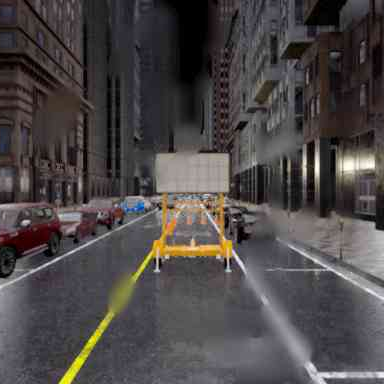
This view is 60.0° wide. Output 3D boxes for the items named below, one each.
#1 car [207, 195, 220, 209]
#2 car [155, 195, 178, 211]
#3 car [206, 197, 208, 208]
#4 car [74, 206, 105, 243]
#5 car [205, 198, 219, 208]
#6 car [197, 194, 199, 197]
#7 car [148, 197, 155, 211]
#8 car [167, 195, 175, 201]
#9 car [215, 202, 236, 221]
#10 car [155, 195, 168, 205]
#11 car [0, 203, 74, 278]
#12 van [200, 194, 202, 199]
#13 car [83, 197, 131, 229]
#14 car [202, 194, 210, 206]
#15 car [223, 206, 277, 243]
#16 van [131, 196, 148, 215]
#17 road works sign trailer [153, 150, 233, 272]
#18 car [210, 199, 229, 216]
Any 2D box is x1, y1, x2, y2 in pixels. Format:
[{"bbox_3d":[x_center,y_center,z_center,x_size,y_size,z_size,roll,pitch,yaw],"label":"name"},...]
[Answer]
[{"bbox_3d":[2.845,1.423,32.675,1.967,1.590,4.097,0,0,0],"label":"car"},{"bbox_3d":[-2.992,1.486,40.259,1.837,1.490,4.892,0,0,0],"label":"car"},{"bbox_3d":[2.859,1.564,38.276,1.802,1.307,4.206,0,0,0],"label":"car"},{"bbox_3d":[-5.722,1.571,15.877,1.802,1.307,4.206,0,0,0],"label":"car"},{"bbox_3d":[2.886,1.563,49.481,1.802,1.307,4.206,0,0,0],"label":"car"},{"bbox_3d":[2.998,1.531,94.297,1.887,1.381,4.507,0,0,0],"label":"car"},{"bbox_3d":[-5.667,1.507,38.113,1.752,1.417,4.829,0,0,0],"label":"car"},{"bbox_3d":[-5.541,1.510,88.529,1.752,1.417,4.829,0,0,0],"label":"car"},{"bbox_3d":[2.817,1.553,21.471,1.947,1.339,4.313,0,0,0],"label":"car"},{"bbox_3d":[-5.611,1.421,60.691,1.967,1.590,4.097,0,0,0],"label":"car"},{"bbox_3d":[-5.735,1.308,10.275,2.192,1.841,5.009,0,0,0],"label":"car"},{"bbox_3d":[2.915,1.322,60.685,1.690,1.788,3.998,0,0,0],"label":"van"},{"bbox_3d":[-5.707,1.302,21.479,2.192,1.841,5.009,0,0,0],"label":"car"},{"bbox_3d":[2.873,1.296,43.879,2.192,1.841,5.009,0,0,0],"label":"car"},{"bbox_3d":[2.803,1.555,15.869,1.947,1.339,4.313,0,0,0],"label":"car"},{"bbox_3d":[-5.680,1.324,32.682,1.690,1.788,3.998,0,0,0],"label":"van"},{"bbox_3d":[0.025,0.457,10.725,2.380,3.560,2.880,0,0,0],"label":"road works sign trailer"},{"bbox_3d":[2.831,1.535,27.072,2.008,1.369,4.403,0,0,0],"label":"car"}]
